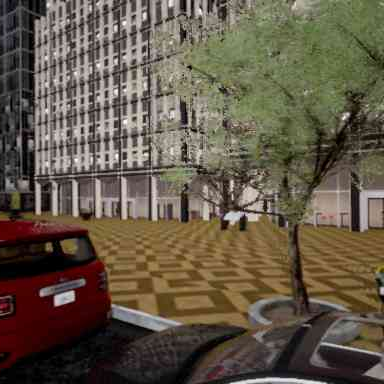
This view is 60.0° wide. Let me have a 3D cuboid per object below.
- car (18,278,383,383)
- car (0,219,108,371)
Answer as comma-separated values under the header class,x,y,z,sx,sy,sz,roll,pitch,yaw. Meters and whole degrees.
class,x,y,z,sx,sy,sz,roll,pitch,yaw
car,1.038,1.553,2.137,4.403,1.369,2.008,-1,0,35
car,-3.461,1.370,5.346,5.009,1.841,2.192,-1,0,35
